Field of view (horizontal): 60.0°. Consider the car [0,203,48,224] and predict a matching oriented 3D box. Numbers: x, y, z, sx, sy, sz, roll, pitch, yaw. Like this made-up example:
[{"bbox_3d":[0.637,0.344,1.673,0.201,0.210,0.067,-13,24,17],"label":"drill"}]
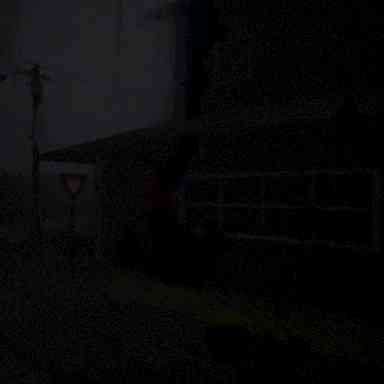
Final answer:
[{"bbox_3d":[-12.065,1.482,21.830,1.882,1.535,5.008,0,0,37],"label":"car"}]
